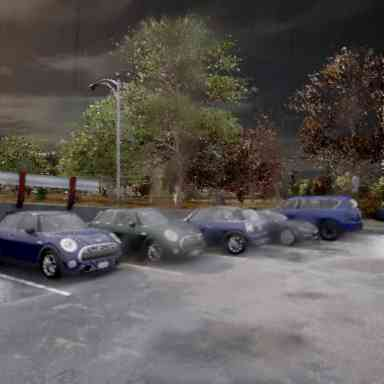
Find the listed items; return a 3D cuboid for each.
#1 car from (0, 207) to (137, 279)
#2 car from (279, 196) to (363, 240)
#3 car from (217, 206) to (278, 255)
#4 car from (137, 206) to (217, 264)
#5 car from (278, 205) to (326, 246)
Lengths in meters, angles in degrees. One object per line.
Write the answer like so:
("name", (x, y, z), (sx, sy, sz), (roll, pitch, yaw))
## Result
("car", (-4.182, 1.362, 10.067), (4.553, 1.767, 2.185), (-1, -1, 35))
("car", (5.655, 1.239, 17.085), (5.566, 2.045, 2.435), (-1, -1, 34))
("car", (0.787, 1.363, 13.546), (4.553, 1.767, 2.185), (-1, 0, 34))
("car", (-1.722, 1.363, 11.831), (4.553, 1.767, 2.185), (-1, -1, 34))
("car", (3.220, 1.491, 15.325), (4.892, 1.521, 2.231), (-1, -1, 34))
